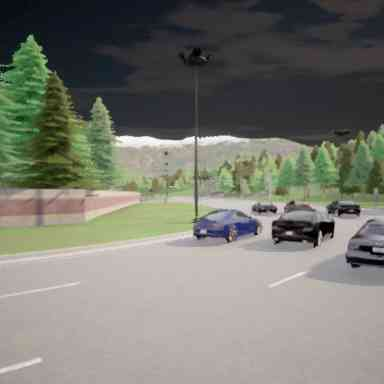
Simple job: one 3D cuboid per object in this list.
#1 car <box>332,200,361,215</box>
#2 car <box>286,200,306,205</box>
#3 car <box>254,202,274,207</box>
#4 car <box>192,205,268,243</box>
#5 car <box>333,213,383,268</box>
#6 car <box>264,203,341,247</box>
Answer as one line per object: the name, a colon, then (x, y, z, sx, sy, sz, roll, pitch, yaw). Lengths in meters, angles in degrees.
car: (14.320, 1.500, 31.719, 1.882, 1.535, 5.008, 0, 0, 6)
car: (10.997, 1.577, 34.823, 1.812, 1.442, 4.674, 0, 0, 1)
car: (7.632, 1.674, 35.672, 1.895, 1.301, 4.718, 0, 0, -1)
car: (1.825, 1.570, 16.368, 1.812, 1.442, 4.674, 0, 0, 35)
car: (6.354, 1.548, 10.622, 2.033, 1.411, 5.357, 0, 0, 37)
car: (5.261, 1.499, 15.335, 1.882, 1.535, 5.008, 0, 0, 34)
